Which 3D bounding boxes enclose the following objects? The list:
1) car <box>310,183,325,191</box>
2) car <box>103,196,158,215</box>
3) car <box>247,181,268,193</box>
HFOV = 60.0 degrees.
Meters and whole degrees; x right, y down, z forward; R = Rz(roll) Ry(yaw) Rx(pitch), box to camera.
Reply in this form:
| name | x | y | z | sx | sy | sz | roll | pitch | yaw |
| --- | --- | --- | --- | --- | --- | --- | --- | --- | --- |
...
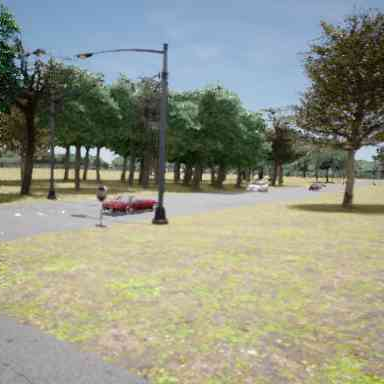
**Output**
| name | x | y | z | sx | sy | sz | roll | pitch | yaw |
| --- | --- | --- | --- | --- | --- | --- | --- | --- | --- |
| car | 28.710 | -1.297 | 77.046 | 2.097 | 1.767 | 4.553 | 4 | 4 | 30 |
| car | -4.543 | 0.944 | 25.843 | 1.895 | 1.301 | 4.718 | 4 | 4 | 35 |
| car | 12.114 | -0.919 | 61.037 | 2.150 | 2.045 | 5.566 | 4 | 6 | 35 |
